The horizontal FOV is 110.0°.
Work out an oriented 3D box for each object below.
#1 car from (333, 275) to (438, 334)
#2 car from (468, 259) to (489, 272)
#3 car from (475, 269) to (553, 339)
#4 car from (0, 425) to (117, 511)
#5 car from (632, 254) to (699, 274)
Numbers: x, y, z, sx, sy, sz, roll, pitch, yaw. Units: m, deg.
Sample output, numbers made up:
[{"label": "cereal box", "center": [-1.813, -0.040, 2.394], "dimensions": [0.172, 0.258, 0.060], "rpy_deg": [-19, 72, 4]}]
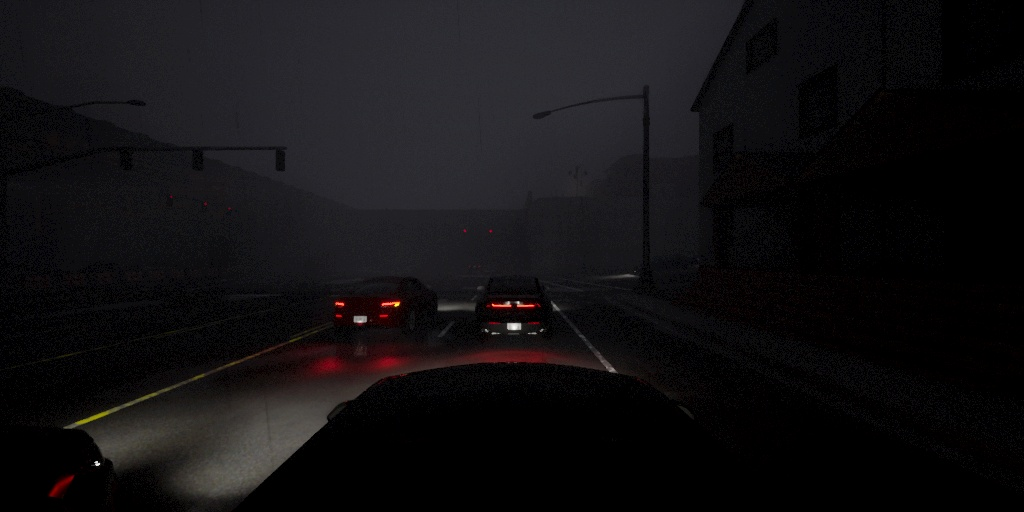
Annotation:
[{"label": "car", "center": [-3.454, 1.275, 10.470], "dimensions": [1.812, 1.442, 4.674], "rpy_deg": [0, 0, 0]}, {"label": "car", "center": [-4.414, 1.293, 45.191], "dimensions": [2.033, 1.411, 5.357], "rpy_deg": [0, 0, 1]}, {"label": "car", "center": [0.042, 1.254, 10.055], "dimensions": [1.837, 1.490, 4.892], "rpy_deg": [0, 0, 0]}, {"label": "car", "center": [-3.401, 1.255, 0.187], "dimensions": [1.837, 1.490, 4.892], "rpy_deg": [0, 0, 0]}, {"label": "car", "center": [13.025, 0.600, 30.447], "dimensions": [5.357, 1.411, 2.033], "rpy_deg": [-7, 0, -1]}]
